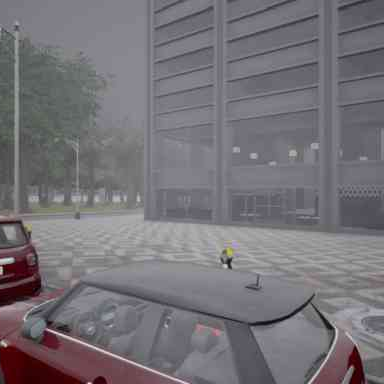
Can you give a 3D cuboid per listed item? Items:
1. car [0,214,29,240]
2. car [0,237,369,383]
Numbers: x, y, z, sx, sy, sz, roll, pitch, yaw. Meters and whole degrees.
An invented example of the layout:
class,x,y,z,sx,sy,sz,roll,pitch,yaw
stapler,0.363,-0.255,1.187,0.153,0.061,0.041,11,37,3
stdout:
class,x,y,z,sx,sy,sz,roll,pitch,yaw
car,-4.984,1.315,6.501,5.009,1.841,2.192,0,0,35
car,-0.551,1.440,3.351,4.097,1.590,1.967,0,0,35
